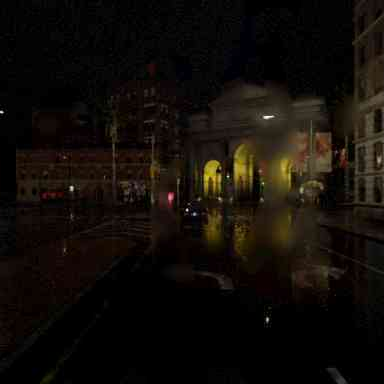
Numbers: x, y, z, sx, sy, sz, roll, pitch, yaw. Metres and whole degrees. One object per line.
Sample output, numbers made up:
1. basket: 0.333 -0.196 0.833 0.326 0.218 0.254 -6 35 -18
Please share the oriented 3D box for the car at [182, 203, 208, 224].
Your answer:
1. car: 0.214 1.547 24.895 2.033 1.411 5.357 0 0 0
